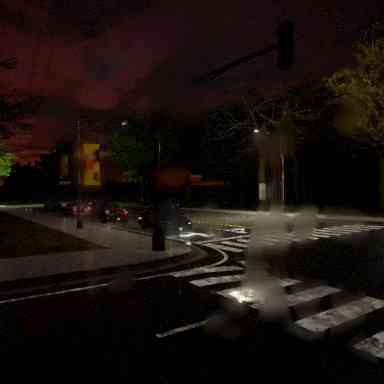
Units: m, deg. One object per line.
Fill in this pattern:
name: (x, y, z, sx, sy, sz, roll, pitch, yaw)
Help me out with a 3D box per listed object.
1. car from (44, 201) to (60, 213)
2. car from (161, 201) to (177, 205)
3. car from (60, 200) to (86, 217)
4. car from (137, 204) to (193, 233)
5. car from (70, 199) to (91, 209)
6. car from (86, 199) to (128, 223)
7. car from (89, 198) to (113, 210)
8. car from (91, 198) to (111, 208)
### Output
car: (-19.696, 2.050, 47.376, 1.882, 1.535, 5.008, -1, 1, -35)
car: (-3.362, 1.796, 41.284, 1.994, 1.385, 4.181, -1, 0, -35)
car: (-13.087, 1.812, 37.837, 2.097, 1.767, 4.553, -1, 0, -35)
car: (-1.975, 1.820, 22.069, 2.033, 1.411, 5.357, -1, 0, -29)
car: (-19.656, 2.080, 58.701, 2.033, 1.411, 5.357, -1, 0, -35)
car: (-7.475, 1.717, 29.819, 2.097, 1.767, 4.553, -1, 0, -35)
car: (-13.791, 1.783, 50.392, 2.097, 1.767, 4.553, -1, 0, -35)
car: (-16.369, 1.962, 59.798, 1.837, 1.490, 4.892, -1, 1, -35)
